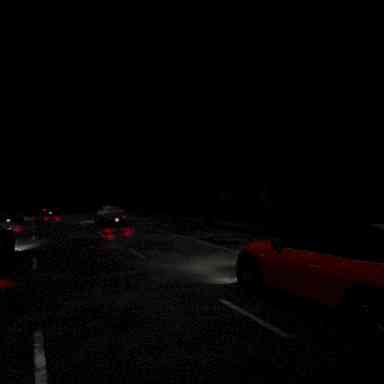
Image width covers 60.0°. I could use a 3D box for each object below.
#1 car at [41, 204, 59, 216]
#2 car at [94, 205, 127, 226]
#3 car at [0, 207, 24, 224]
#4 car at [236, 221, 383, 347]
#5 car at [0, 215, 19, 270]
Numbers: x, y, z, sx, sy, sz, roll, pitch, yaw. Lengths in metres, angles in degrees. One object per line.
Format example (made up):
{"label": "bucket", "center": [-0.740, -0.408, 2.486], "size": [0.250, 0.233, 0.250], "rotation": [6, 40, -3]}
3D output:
{"label": "car", "center": [-16.877, 2.140, 39.442], "size": [1.895, 1.301, 4.718], "rotation": [0, -2, -26]}
{"label": "car", "center": [-6.339, 1.748, 25.665], "size": [1.812, 1.442, 4.674], "rotation": [0, 0, -26]}
{"label": "car", "center": [-15.165, 1.932, 27.846], "size": [1.895, 1.301, 4.718], "rotation": [0, 0, -26]}
{"label": "car", "center": [2.804, 1.360, 6.728], "size": [2.097, 1.767, 4.553], "rotation": [0, 0, -26]}
{"label": "car", "center": [-7.103, 1.707, 11.148], "size": [1.994, 1.385, 4.181], "rotation": [0, 0, -26]}
